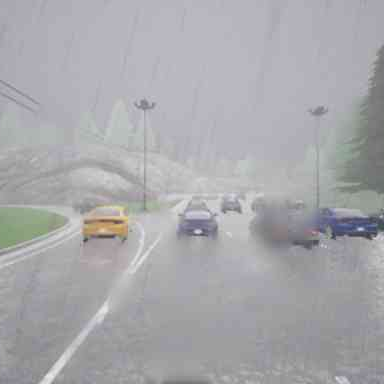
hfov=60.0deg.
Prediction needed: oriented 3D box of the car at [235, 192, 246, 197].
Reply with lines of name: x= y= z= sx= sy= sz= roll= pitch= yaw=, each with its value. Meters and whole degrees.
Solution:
car: x=11.473 y=1.045 z=78.618 sx=2.150 sy=2.045 sz=5.566 roll=0 pitch=0 yaw=3

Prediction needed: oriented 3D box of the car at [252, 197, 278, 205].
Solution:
car: x=7.516 y=1.279 z=34.618 sx=2.097 sy=1.767 sz=4.553 roll=0 pitch=0 yaw=1

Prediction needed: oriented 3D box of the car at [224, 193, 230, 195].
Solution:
car: x=7.971 y=1.352 z=78.632 sx=2.033 sy=1.411 sz=5.357 roll=0 pitch=0 yaw=3

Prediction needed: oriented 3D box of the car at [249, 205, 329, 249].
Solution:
car: x=3.766 y=1.518 z=14.404 sx=2.033 sy=1.411 sz=5.357 roll=0 pitch=0 yaw=1

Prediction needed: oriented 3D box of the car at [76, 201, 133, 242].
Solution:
car: x=-3.983 y=1.427 z=16.169 sx=1.882 sy=1.535 sz=5.008 roll=0 pitch=0 yaw=-7

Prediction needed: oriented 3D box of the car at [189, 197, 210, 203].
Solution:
car: x=0.500 y=1.516 z=33.396 sx=1.895 sy=1.301 sz=4.718 roll=0 pitch=0 yaw=1

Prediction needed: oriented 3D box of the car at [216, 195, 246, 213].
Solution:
car: x=4.019 y=1.410 z=34.915 sx=2.128 sy=1.511 sz=4.902 roll=0 pitch=0 yaw=1

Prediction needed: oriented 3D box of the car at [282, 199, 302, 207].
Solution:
car: x=11.018 y=1.457 z=35.868 sx=1.812 sy=1.442 sz=4.674 roll=0 pitch=0 yaw=1

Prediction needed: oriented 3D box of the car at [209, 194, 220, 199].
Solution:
car: x=6.051 y=1.158 z=89.772 sx=1.812 sy=1.442 sz=4.674 roll=0 pitch=0 yaw=17

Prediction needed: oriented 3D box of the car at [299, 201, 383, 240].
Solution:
car: x=7.296 y=1.450 z=16.803 sx=1.882 sy=1.535 sz=5.008 roll=0 pitch=0 yaw=1

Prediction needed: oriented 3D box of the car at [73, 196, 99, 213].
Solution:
car: x=-10.530 y=1.243 z=33.346 sx=2.097 sy=1.767 sz=4.553 roll=0 pitch=0 yaw=-31

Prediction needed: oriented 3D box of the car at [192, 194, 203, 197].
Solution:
car: x=1.003 y=1.272 z=79.798 sx=1.882 sy=1.535 sz=5.008 roll=0 pitch=0 yaw=3

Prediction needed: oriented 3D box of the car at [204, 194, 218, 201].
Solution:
car: x=4.510 y=1.355 z=80.081 sx=1.994 sy=1.385 sz=4.181 roll=0 pitch=0 yaw=3

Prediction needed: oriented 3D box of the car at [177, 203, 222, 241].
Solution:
car: x=0.276 y=1.484 z=16.249 sx=1.812 sy=1.442 sz=4.674 roll=0 pitch=0 yaw=0

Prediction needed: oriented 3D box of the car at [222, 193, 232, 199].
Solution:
car: x=9.444 y=1.147 z=88.912 sx=1.837 sy=1.490 sz=4.892 roll=0 pitch=0 yaw=17
